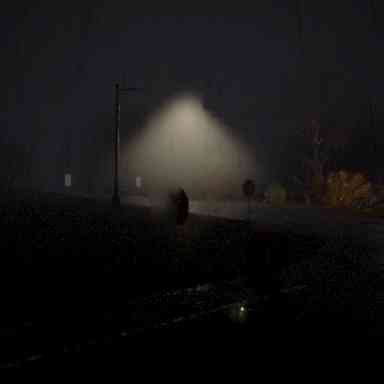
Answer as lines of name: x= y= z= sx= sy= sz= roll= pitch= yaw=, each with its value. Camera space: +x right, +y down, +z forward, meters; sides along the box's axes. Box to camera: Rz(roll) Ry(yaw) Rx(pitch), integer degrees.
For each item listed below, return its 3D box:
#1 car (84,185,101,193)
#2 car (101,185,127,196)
car: x=-17.746 y=-0.493 z=59.800 sx=2.033 sy=1.411 sz=5.357 roll=0 pitch=2 yaw=-36
car: x=-11.890 y=-0.365 z=51.646 sx=2.097 sy=1.767 sz=4.553 roll=0 pitch=2 yaw=-36
